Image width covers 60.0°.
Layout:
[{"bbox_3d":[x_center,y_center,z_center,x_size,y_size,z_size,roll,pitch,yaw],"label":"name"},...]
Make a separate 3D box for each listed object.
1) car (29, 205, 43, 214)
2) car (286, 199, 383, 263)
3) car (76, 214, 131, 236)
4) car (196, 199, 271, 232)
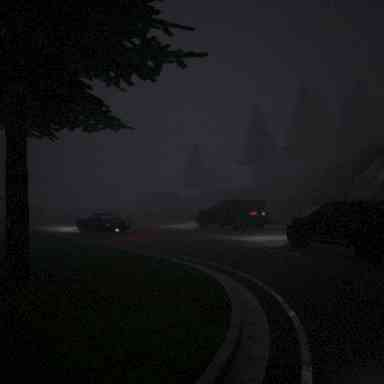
[{"bbox_3d":[-26.202,2.878,55.894,2.128,1.511,4.902,-1,-1,-28],"label":"car"},{"bbox_3d":[6.039,1.299,12.681,2.150,2.045,5.566,0,-1,-23],"label":"car"},{"bbox_3d":[-5.942,2.063,21.887,1.895,1.301,4.718,0,-1,-40],"label":"car"},{"bbox_3d":[2.710,1.517,22.671,2.150,2.045,5.566,0,-1,-41],"label":"car"}]
